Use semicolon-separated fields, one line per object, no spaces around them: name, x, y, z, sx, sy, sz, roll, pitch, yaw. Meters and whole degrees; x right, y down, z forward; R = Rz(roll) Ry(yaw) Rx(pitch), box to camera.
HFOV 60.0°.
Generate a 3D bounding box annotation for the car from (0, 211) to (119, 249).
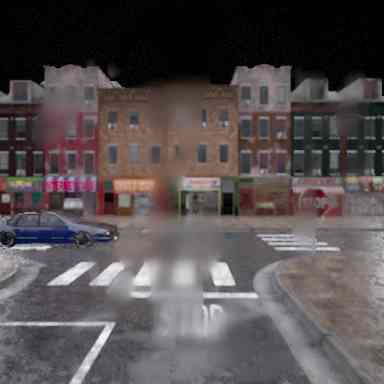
car;-5.809;1.486;13.660;5.357;1.411;2.033;0;1;0
